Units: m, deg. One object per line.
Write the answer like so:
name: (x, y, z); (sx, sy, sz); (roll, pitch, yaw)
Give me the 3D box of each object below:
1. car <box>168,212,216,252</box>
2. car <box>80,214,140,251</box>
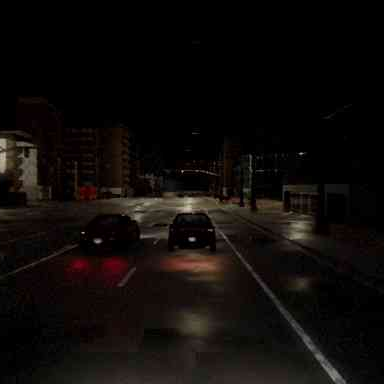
car: (0.000, 1.625, 14.663); (1.882, 1.535, 5.008); (0, -1, 0)
car: (-3.500, 1.673, 14.662); (1.812, 1.442, 4.674); (0, -1, 0)
